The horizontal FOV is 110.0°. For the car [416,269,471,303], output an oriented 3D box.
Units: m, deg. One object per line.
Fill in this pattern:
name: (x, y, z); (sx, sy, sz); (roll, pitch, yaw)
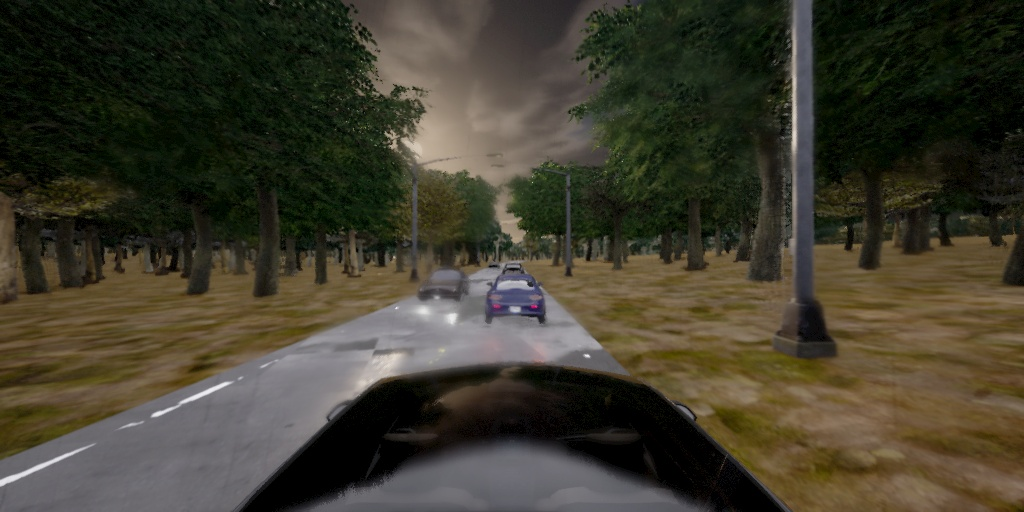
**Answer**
car: (-3.093, 1.352, 17.453); (2.033, 1.411, 5.357); (0, 0, 0)

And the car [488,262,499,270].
car: (-3.017, 1.598, 59.727); (1.895, 1.301, 4.718); (0, 0, 1)

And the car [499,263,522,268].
car: (0.109, 1.361, 30.250); (1.837, 1.490, 4.892); (0, 0, 0)

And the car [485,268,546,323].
car: (0.114, 1.311, 12.147); (1.812, 1.442, 4.674); (0, 0, 0)
